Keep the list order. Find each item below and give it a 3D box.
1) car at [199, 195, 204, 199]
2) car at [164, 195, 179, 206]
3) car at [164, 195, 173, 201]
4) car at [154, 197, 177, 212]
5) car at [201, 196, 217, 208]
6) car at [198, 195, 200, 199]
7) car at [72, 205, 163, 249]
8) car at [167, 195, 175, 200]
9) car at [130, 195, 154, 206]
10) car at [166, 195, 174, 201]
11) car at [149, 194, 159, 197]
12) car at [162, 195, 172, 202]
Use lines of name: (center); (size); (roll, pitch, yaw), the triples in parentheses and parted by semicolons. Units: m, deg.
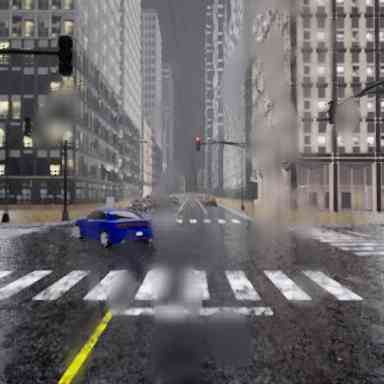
car: (2.690, 1.456, 58.942); (1.752, 1.417, 4.829); (1, 0, 0)
car: (-3.073, 1.483, 55.099); (2.033, 1.411, 5.357); (0, 0, 0)
car: (-5.697, 1.457, 81.003); (2.008, 1.369, 4.403); (1, 0, 0)
car: (-3.106, 1.556, 38.140); (1.895, 1.301, 4.718); (0, 0, 0)
car: (2.691, 1.526, 47.616); (1.802, 1.307, 4.206); (1, 0, 0)
car: (2.687, 1.491, 64.349); (1.947, 1.339, 4.313); (1, 0, 0)
car: (-3.615, 1.460, 14.725); (1.882, 1.535, 5.008); (1, -1, -40)
car: (-5.700, 1.445, 92.153); (2.008, 1.369, 4.403); (1, 0, 0)
car: (-5.683, 1.397, 36.401); (1.967, 1.590, 4.097); (1, 0, 0)
car: (-5.699, 1.445, 86.578); (1.887, 1.381, 4.507); (1, 0, 0)
car: (-5.684, 1.259, 47.552); (2.192, 1.841, 5.009); (1, 0, 0)
car: (-5.696, 1.457, 75.428); (1.887, 1.381, 4.507); (1, 0, 0)
